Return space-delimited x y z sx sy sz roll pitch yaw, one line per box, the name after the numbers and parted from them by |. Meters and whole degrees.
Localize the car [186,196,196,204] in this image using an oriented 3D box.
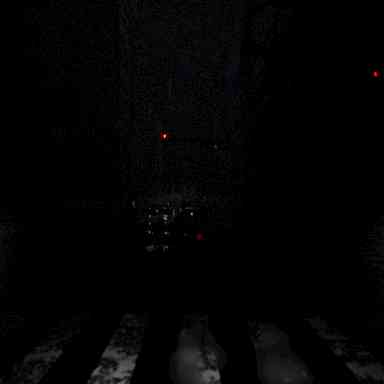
-0.212 1.523 62.989 1.895 1.301 4.718 0 0 0 | car

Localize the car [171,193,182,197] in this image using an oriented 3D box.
-3.223 1.136 67.054 2.150 2.045 5.566 0 0 0 | car

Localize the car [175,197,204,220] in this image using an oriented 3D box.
-0.017 1.456 27.589 2.128 1.511 4.902 0 0 0 | car

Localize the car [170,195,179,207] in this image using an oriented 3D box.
-3.267 1.540 48.098 1.895 1.301 4.718 0 0 0 | car

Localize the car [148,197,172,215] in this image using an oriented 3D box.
-3.234 1.484 32.938 1.812 1.442 4.674 0 0 0 | car
